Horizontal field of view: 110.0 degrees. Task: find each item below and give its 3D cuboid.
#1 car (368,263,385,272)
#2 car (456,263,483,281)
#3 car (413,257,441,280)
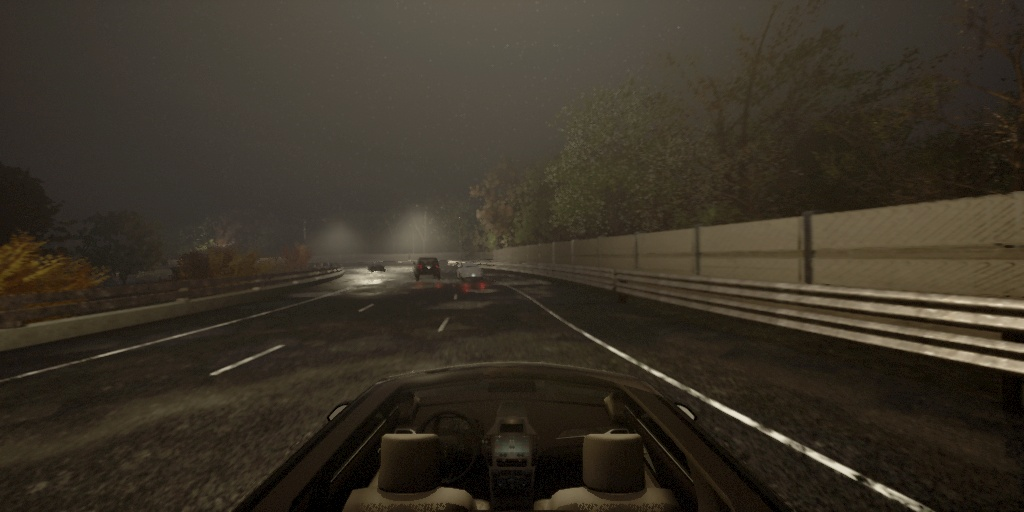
[{"bbox_3d":[-20.592,1.676,54.381,1.994,1.385,4.181,-1,0,-29],"label":"car"},{"bbox_3d":[-3.690,1.347,31.072,1.812,1.442,4.674,-1,0,-15],"label":"car"},{"bbox_3d":[-8.031,1.116,33.783,2.150,2.045,5.566,-1,0,-18],"label":"car"}]
